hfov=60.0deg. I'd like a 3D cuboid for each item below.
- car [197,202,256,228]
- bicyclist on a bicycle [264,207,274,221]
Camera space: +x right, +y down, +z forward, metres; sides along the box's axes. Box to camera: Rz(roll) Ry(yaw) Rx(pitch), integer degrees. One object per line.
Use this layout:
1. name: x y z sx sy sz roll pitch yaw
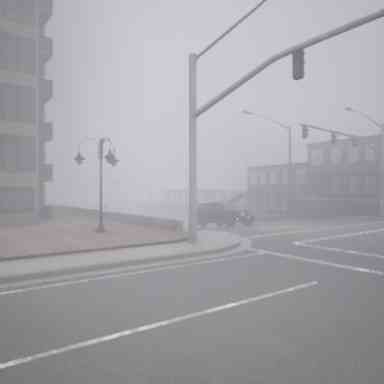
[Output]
1. car: 2.563 1.792 26.974 2.150 2.045 5.566 0 -5 -36
2. bicyclist on a bicycle: 8.616 2.460 37.228 1.656 1.620 0.582 0 -8 -36
